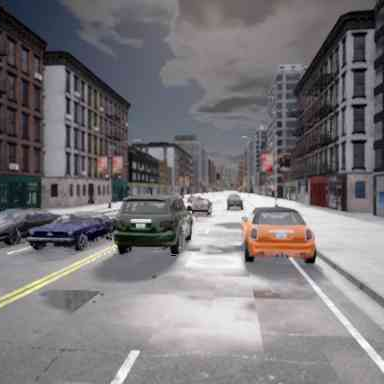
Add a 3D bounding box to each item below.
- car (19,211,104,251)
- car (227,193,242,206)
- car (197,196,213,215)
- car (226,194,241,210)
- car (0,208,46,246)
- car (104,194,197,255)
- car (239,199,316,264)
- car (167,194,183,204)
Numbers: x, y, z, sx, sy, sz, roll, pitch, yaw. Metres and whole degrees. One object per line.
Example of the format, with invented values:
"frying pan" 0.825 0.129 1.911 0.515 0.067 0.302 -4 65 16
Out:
"car" -4.694 1.515 13.782 1.895 1.301 4.718 0 0 7
"car" 6.248 1.059 49.348 2.097 1.767 4.553 0 0 7
"car" 0.960 1.355 31.855 2.033 1.411 5.357 0 0 7
"car" 5.064 1.273 39.078 1.837 1.490 4.892 0 0 7
"car" -7.806 1.450 15.128 2.033 1.411 5.357 0 0 7
"car" -1.291 1.143 13.166 2.150 2.045 5.566 0 0 7
"car" 2.865 1.285 11.823 2.097 1.767 4.553 0 0 7
"car" -2.871 1.135 55.994 1.882 1.535 5.008 0 0 7
